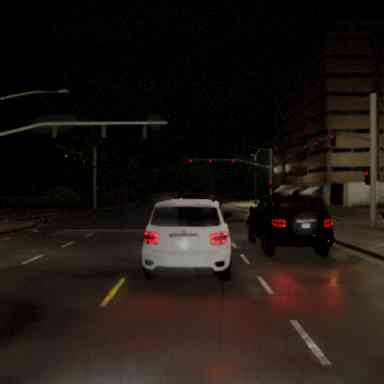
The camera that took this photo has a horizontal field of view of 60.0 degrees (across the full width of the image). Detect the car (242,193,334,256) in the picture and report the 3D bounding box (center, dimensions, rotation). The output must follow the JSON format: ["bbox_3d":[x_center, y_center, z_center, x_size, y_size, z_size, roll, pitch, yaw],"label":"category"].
[{"bbox_3d":[3.581,1.183,13.089,2.150,2.045,5.566,0,-1,0],"label":"car"}]

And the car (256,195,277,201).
[{"bbox_3d":[18.226,1.339,81.133,5.357,1.411,2.033,0,0,-33],"label":"car"}]

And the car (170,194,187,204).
[{"bbox_3d":[-2.404,1.198,62.173,2.097,1.767,4.553,0,0,12],"label":"car"}]

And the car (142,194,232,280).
[{"bbox_3d":[0.019,1.197,10.058,2.150,2.045,5.566,0,0,4],"label":"car"}]

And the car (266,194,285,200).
[{"bbox_3d":[21.867,1.308,87.157,4.674,1.442,1.812,0,0,-22],"label":"car"}]

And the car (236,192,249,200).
[{"bbox_3d":[13.098,1.023,81.642,5.566,2.045,2.150,0,0,-41],"label":"car"}]

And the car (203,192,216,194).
[{"bbox_3d":[3.672,1.036,76.391,2.150,2.045,5.566,0,0,34],"label":"car"}]
